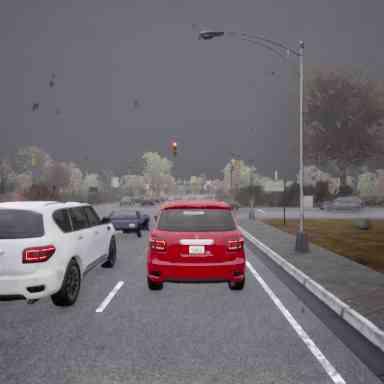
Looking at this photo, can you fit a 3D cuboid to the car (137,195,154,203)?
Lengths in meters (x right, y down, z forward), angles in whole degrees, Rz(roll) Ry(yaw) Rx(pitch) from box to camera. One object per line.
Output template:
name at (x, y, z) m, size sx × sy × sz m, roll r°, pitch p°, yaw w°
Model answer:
car at (-7.123, 1.547, 54.533) m, size 2.033 × 1.411 × 5.357 m, roll 0°, pitch 0°, yaw 0°

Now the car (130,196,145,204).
car at (-10.589, 1.547, 64.669) m, size 2.033 × 1.411 × 5.357 m, roll 0°, pitch 0°, yaw 1°

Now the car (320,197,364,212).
car at (16.612, 1.563, 37.397) m, size 4.181 × 1.385 × 1.994 m, roll 0°, pitch 0°, yaw 3°

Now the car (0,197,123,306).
car at (-3.406, 1.221, 8.133) m, size 2.150 × 2.045 × 5.566 m, roll 0°, pitch 0°, yaw 0°

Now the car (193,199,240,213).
car at (2.735, 1.507, 36.911) m, size 4.892 × 1.490 × 1.837 m, roll 1°, pitch -1°, yaw -13°

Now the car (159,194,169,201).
car at (-7.063, 1.355, 84.192) m, size 2.097 × 1.767 × 4.553 m, roll 0°, pitch 0°, yaw 0°

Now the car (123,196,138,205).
car at (-10.629, 1.505, 54.926) m, size 1.837 × 1.490 × 4.892 m, roll 0°, pitch 0°, yaw 0°

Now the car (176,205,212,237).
car at (0.086, 1.526, 18.888) m, size 1.812 × 1.442 × 4.674 m, roll 0°, pitch 0°, yaw 0°

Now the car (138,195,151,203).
car at (-10.557, 1.525, 74.511) m, size 2.128 × 1.511 × 4.902 m, roll 0°, pitch 0°, yaw 0°

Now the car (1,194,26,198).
car at (-22.416, 1.221, 39.568) m, size 5.566 × 2.045 × 2.150 m, roll 0°, pitch 0°, yaw 3°

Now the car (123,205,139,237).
car at (-3.413, 1.601, 17.901) m, size 1.895 × 1.301 × 4.718 m, roll 0°, pitch 0°, yaw 0°

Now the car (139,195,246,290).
car at (0.091, 1.221, 9.194) m, size 2.150 × 2.045 × 5.566 m, roll 0°, pitch 0°, yaw 0°

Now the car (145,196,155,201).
car at (-10.563, 1.595, 84.557) m, size 1.895 × 1.301 × 4.718 m, roll 0°, pitch 0°, yaw 0°

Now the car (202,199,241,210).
car at (3.638, 1.601, 41.617) m, size 4.718 × 1.301 × 1.895 m, roll 0°, pitch 0°, yaw 3°
